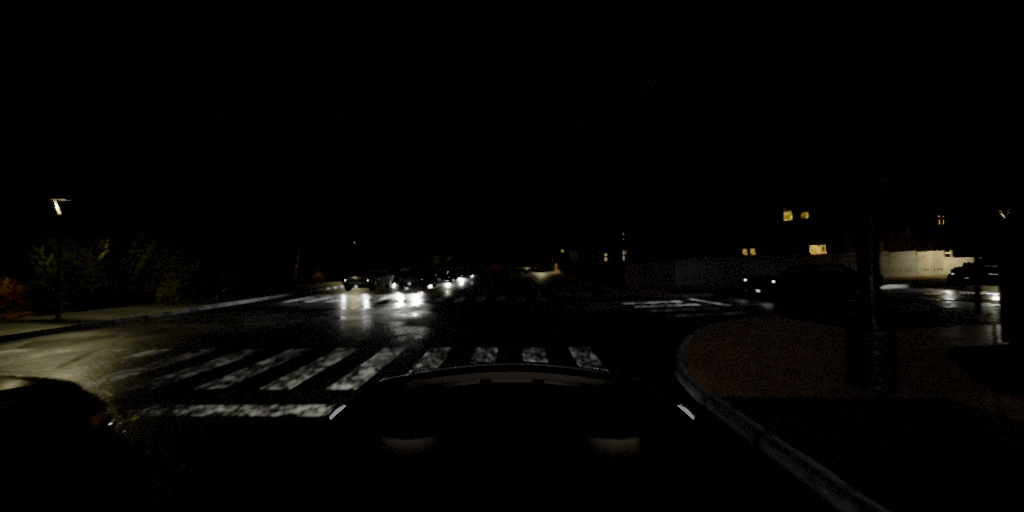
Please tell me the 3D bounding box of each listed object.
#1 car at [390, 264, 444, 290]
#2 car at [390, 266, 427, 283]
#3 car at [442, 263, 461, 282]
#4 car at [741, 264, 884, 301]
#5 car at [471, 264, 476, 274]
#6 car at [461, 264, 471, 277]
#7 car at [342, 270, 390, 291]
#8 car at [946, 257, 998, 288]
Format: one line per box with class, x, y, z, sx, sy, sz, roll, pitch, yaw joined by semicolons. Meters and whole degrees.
car;-6.598;1.556;25.514;2.128;1.511;4.902;0;-1;0
car;-9.847;1.734;34.503;2.033;1.411;5.357;0;-1;0
car;-6.592;1.541;34.654;2.097;1.767;4.553;0;-1;0
car;12.014;1.015;14.567;4.718;1.301;1.895;-2;-1;-5
car;-6.550;1.994;54.751;1.812;1.442;4.674;0;-1;1
car;-6.587;1.924;44.388;1.895;1.301;4.718;0;-1;0
car;-9.849;1.657;24.851;1.895;1.301;4.718;0;-1;0
car;21.936;0.632;15.765;4.892;1.490;1.837;-2;-1;-8
